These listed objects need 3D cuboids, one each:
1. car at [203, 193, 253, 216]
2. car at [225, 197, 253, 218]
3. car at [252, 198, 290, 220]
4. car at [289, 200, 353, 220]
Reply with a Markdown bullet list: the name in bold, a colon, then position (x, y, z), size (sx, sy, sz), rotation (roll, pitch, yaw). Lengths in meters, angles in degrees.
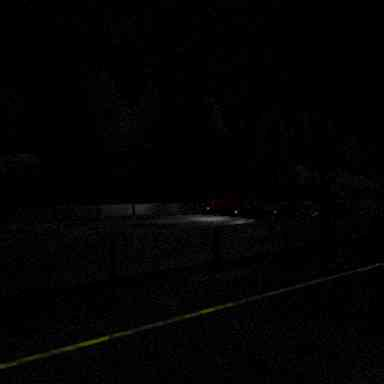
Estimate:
- **car**: position (3.727, 1.159, 32.432), size (5.566, 2.045, 2.150), rotation (0, 0, -35)
- **car**: position (5.731, 1.429, 29.562), size (4.902, 1.511, 2.128), rotation (0, 0, -35)
- **car**: position (7.410, 1.415, 26.461), size (5.008, 1.535, 1.882), rotation (0, 0, -35)
- **car**: position (9.457, 1.415, 23.622), size (5.008, 1.535, 1.882), rotation (0, 0, -35)
